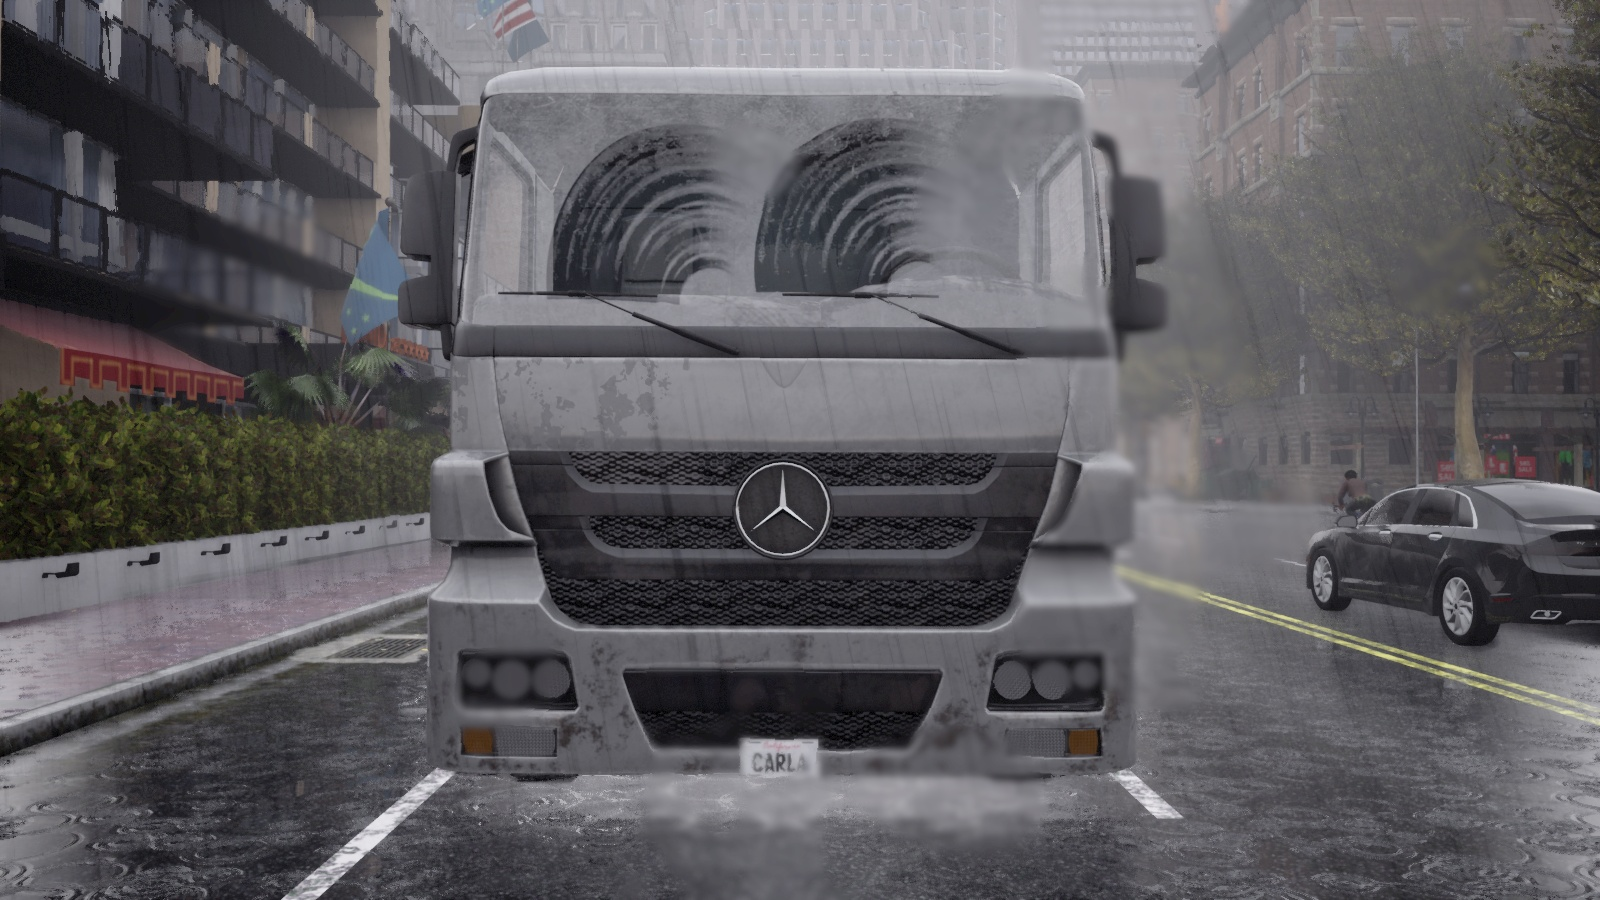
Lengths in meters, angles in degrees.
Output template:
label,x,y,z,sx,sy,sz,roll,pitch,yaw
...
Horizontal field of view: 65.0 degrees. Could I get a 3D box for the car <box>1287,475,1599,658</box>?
label,x,y,z,sx,sy,sz,roll,pitch,yaw
car,6.867,1.007,12.815,1.837,1.490,4.892,0,-1,-1

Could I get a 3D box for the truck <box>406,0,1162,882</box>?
label,x,y,z,sx,sy,sz,roll,pitch,yaw
truck,-0.100,-0.019,8.797,2.891,3.462,7.936,0,-1,-1
